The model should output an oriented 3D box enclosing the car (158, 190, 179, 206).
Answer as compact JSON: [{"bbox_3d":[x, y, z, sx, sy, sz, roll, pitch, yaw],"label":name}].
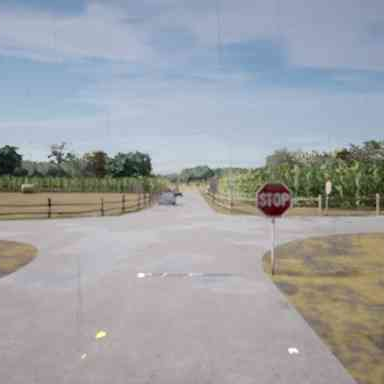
[{"bbox_3d":[-2.694,0.827,37.196,1.812,1.442,4.674,0,2,0],"label":"car"}]

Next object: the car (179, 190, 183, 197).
[{"bbox_3d":[-2.648,0.302,60.693,1.895,1.301,4.718,0,1,0],"label":"car"}]
